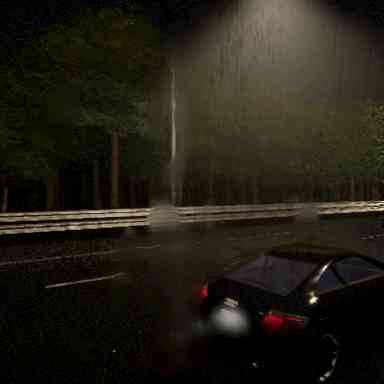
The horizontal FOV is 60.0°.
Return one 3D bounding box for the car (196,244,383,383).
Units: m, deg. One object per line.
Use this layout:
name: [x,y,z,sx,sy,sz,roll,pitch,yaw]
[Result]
car: [2.120,1.566,5.377,4.181,1.385,1.994,0,0,-35]
